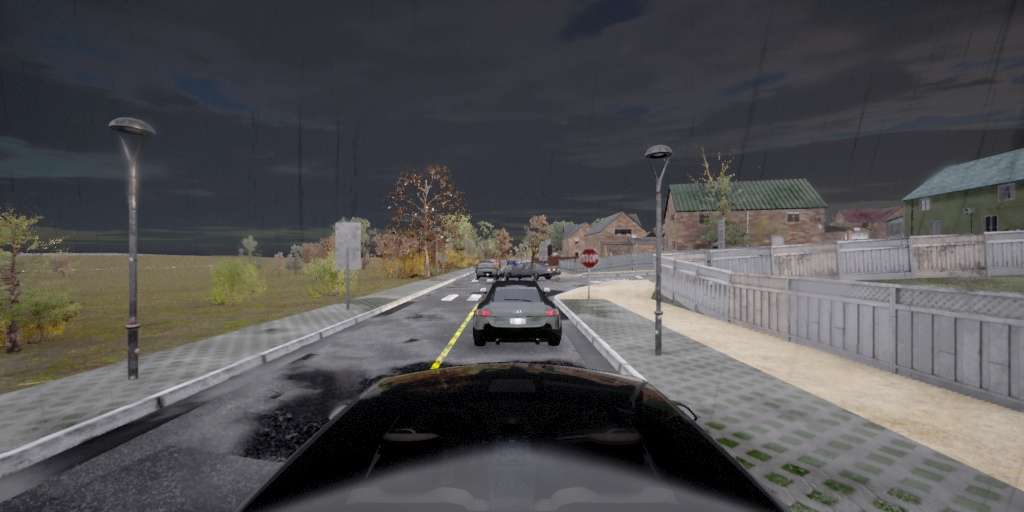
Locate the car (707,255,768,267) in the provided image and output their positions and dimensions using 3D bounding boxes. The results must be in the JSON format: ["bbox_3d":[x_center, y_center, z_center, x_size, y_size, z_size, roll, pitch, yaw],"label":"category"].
[{"bbox_3d":[14.353,0.413,22.815,4.181,1.385,1.994,-3,0,16],"label":"car"}]

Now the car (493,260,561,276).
[{"bbox_3d":[1.293,1.197,28.417,5.357,1.411,2.033,-4,-3,43],"label":"car"}]

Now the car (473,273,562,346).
[{"bbox_3d":[0.089,1.313,9.400,1.994,1.385,4.181,0,0,-1],"label":"car"}]

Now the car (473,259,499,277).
[{"bbox_3d":[-2.299,1.257,31.322,1.837,1.490,4.892,0,0,-8],"label":"car"}]

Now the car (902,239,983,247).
[{"bbox_3d":[23.857,-0.209,20.409,4.902,1.511,2.128,-3,0,14],"label":"car"}]
